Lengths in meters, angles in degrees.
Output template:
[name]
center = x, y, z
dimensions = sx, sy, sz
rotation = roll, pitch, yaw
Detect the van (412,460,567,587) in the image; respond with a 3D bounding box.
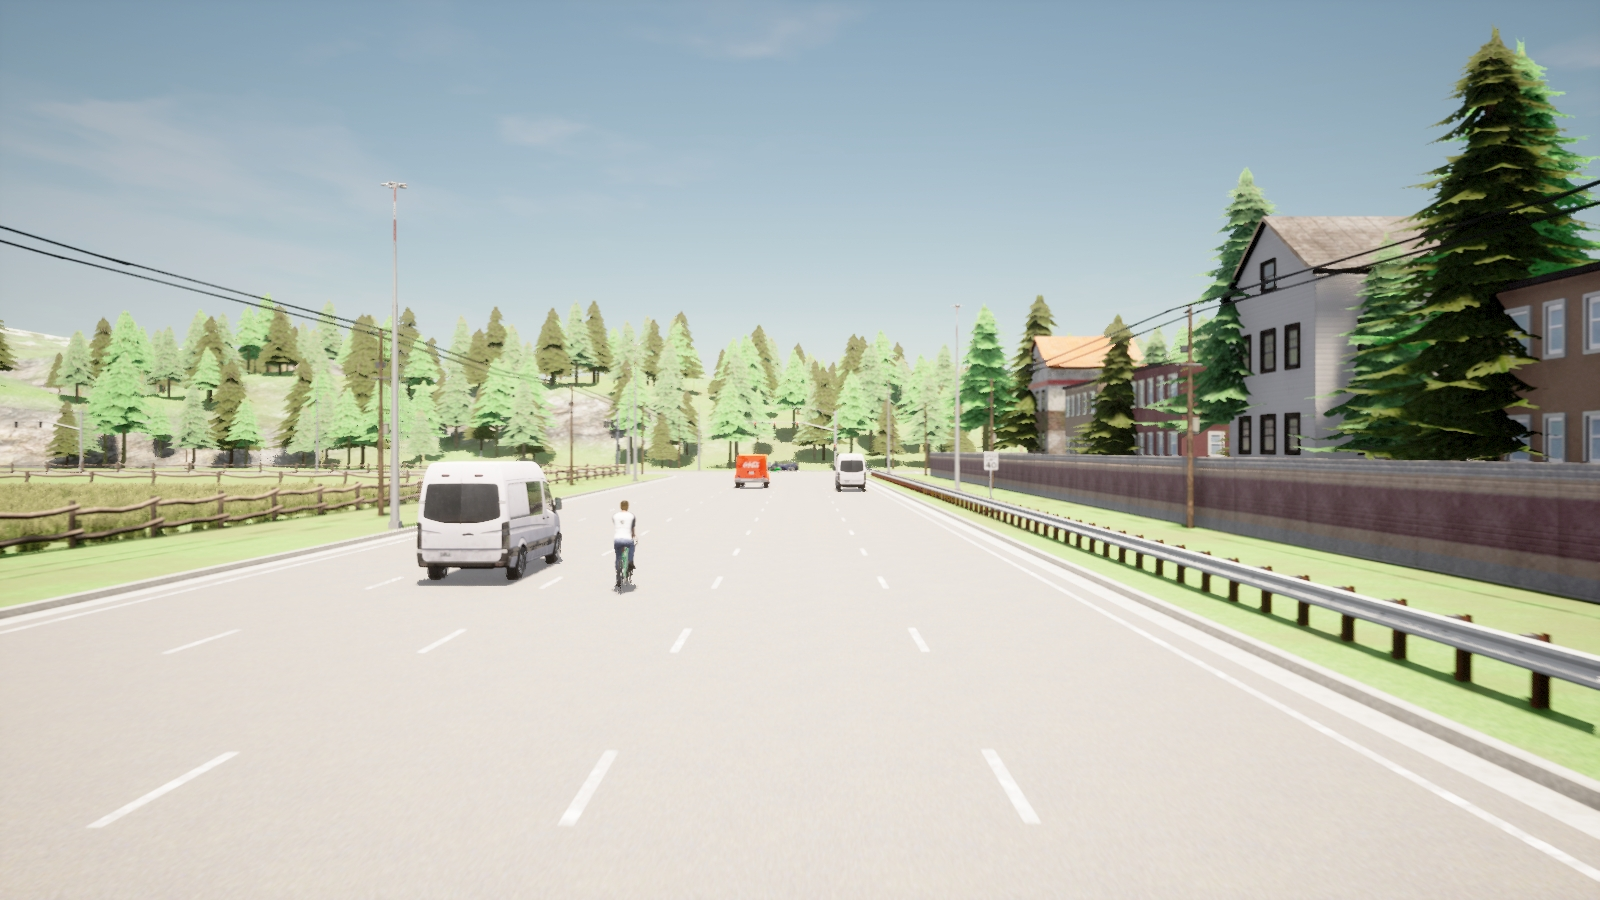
[van]
center = -6.995, 1.534, 26.488
dimensions = 1.988, 2.561, 5.915
rotation = 0, 0, 0

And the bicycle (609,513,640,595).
[bicycle]
center = -3.498, 2.056, 22.887
dimensions = 0.373, 1.496, 1.643
rotation = 0, 0, 0
